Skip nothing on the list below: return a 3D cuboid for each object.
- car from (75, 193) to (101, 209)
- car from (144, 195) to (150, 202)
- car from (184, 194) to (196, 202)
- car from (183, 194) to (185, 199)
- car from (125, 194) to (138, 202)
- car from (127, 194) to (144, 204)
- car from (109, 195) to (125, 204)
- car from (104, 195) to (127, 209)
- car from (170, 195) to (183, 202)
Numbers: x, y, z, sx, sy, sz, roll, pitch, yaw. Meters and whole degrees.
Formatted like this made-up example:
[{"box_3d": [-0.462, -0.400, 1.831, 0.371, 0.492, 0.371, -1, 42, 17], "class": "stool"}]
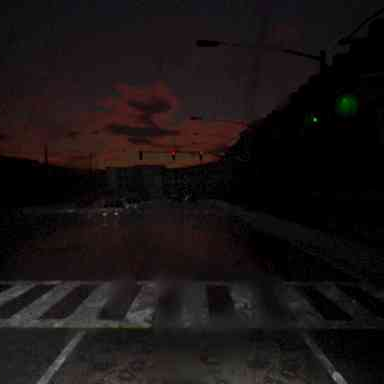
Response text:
[{"box_3d": [-14.084, 1.162, 45.505, 2.150, 2.045, 5.566, 0, 0, 1], "class": "car"}, {"box_3d": [-10.509, 1.440, 75.053, 2.033, 1.411, 5.357, 0, 0, 0], "class": "car"}, {"box_3d": [-0.032, 1.420, 76.318, 2.128, 1.511, 4.902, 0, 0, -3], "class": "car"}, {"box_3d": [-1.287, 1.280, 86.399, 2.128, 1.511, 4.902, 0, 0, -17], "class": "car"}, {"box_3d": [-14.011, 1.256, 76.843, 2.097, 1.767, 4.553, 0, 0, 0], "class": "car"}, {"box_3d": [-10.530, 1.523, 60.287, 1.895, 1.301, 4.718, 0, 0, 1], "class": "car"}, {"box_3d": [-14.015, 1.423, 62.587, 1.837, 1.490, 4.892, 0, 0, 0], "class": "car"}, {"box_3d": [-10.582, 1.468, 45.279, 1.812, 1.442, 4.674, 0, 0, 0], "class": "car"}, {"box_3d": [-3.521, 1.497, 75.381, 1.895, 1.301, 4.718, 0, 0, -3], "class": "car"}]
